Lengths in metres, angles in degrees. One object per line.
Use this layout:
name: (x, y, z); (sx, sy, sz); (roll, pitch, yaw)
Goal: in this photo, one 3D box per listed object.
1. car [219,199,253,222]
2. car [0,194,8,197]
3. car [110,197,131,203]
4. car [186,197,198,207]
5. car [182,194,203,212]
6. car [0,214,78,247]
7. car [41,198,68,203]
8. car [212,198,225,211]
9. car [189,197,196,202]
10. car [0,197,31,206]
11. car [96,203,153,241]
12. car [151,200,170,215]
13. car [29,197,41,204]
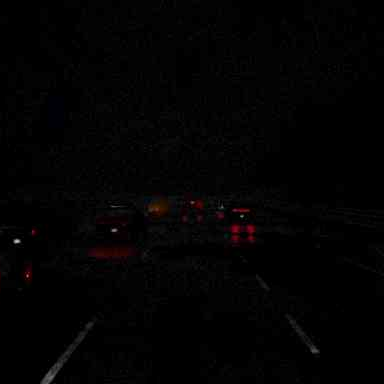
car: (3.635, 1.546, 26.490); (2.128, 1.511, 4.902); (0, 0, 0)
car: (-28.018, 1.271, 46.798); (2.150, 2.045, 5.566); (0, 0, 0)
car: (-6.856, 1.544, 32.927); (2.128, 1.511, 4.902); (0, 0, 0)
car: (0.074, 1.553, 54.888); (1.882, 1.535, 5.008); (0, 0, 0)
car: (0.053, 1.267, 39.209); (2.150, 2.045, 5.566); (0, 0, 0)
car: (-6.880, 1.648, 15.357); (1.895, 1.301, 4.718); (0, 0, 0)
car: (-21.015, 1.609, 51.932); (2.033, 1.411, 5.357); (0, 0, 0)
car: (3.653, 1.550, 41.686); (1.837, 1.490, 4.892); (0, 0, 0)
car: (0.127, 2.063, 94.219); (1.882, 1.535, 5.008); (0, -1, 0)
car: (-17.554, 1.558, 31.285); (1.837, 1.490, 4.892); (0, 0, 0)
car: (-3.378, 1.526, 16.921); (1.882, 1.535, 5.008); (0, 0, 0)
car: (-3.354, 1.528, 34.556); (1.882, 1.535, 5.008); (0, 0, 0)
car: (-24.513, 1.552, 51.554); (2.128, 1.511, 4.902); (0, 0, 0)
